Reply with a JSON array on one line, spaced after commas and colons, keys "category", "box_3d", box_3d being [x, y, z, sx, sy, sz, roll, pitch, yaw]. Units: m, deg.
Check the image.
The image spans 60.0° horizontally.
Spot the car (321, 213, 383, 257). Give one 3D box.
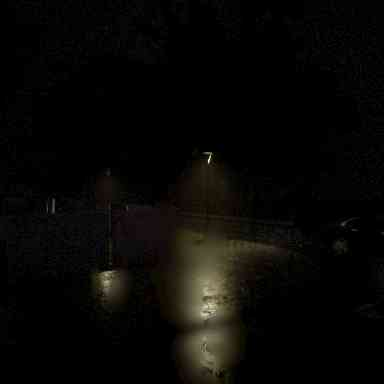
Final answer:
[{"category": "car", "box_3d": [6.675, 1.501, 10.849, 1.837, 1.490, 4.892, 0, 0, -35]}]
